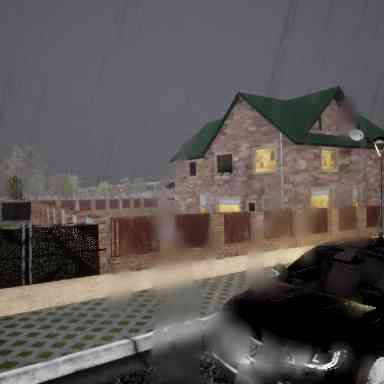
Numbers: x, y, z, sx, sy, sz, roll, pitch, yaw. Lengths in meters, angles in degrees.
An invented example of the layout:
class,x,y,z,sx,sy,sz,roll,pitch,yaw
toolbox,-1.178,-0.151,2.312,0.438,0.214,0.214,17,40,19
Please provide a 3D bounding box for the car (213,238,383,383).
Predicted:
class,x,y,z,sx,sy,sz,roll,pitch,yaw
car,2.518,1.502,4.836,4.892,1.490,1.837,0,0,-35
